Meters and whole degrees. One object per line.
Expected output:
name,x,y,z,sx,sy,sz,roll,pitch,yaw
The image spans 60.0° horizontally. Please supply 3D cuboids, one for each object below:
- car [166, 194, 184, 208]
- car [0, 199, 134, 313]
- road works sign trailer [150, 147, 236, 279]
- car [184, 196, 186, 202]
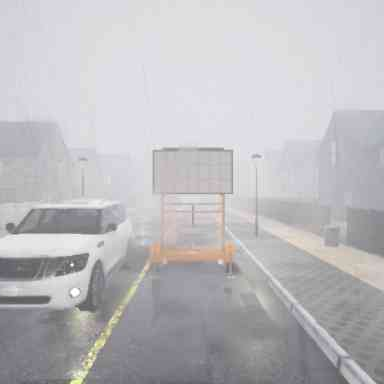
car,-2.736,1.359,50.338,2.150,2.045,5.566,0,-1,0
car,-2.834,1.222,8.032,2.150,2.045,5.566,0,0,0
road works sign trailer,0.027,0.466,10.071,2.380,3.560,2.880,0,0,1
car,-2.563,1.785,85.899,2.097,1.767,4.553,0,-1,0
